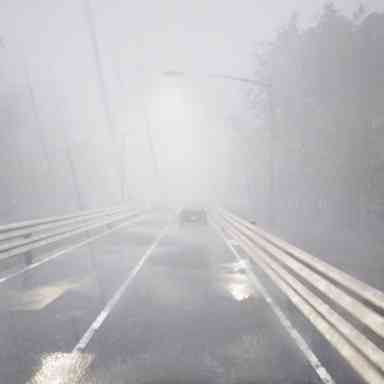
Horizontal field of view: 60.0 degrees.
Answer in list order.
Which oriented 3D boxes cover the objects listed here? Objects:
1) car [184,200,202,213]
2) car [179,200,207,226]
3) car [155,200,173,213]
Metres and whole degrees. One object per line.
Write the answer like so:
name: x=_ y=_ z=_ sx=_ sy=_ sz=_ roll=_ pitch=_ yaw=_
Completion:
car: x=0.095 y=1.755 z=42.741 sx=2.128 sy=1.511 sz=4.902 roll=0 pitch=0 yaw=0
car: x=0.097 y=1.588 z=24.389 sx=1.882 sy=1.535 sz=5.008 roll=0 pitch=0 yaw=0
car: x=-3.343 y=1.718 z=39.969 sx=1.882 sy=1.535 sz=5.008 roll=0 pitch=-1 yaw=0
